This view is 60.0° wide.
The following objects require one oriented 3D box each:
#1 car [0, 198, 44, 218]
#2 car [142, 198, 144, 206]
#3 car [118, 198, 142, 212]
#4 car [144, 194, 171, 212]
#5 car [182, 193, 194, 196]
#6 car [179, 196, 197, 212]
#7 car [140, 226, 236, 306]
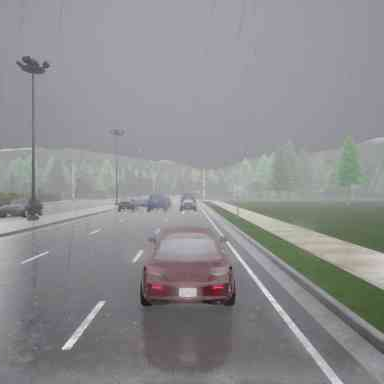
[{"bbox_3d":[-15.341,1.352,30.153,2.097,1.767,4.553,0,0,-1],"label":"car"},{"bbox_3d":[-7.561,1.564,49.478,1.994,1.385,4.181,0,0,-1],"label":"car"},{"bbox_3d":[-7.440,1.505,39.129,1.837,1.490,4.892,0,0,-1],"label":"car"},{"bbox_3d":[-3.937,1.221,38.902,2.150,2.045,5.566,0,0,-1],"label":"car"},{"bbox_3d":[-0.561,1.221,49.341,2.150,2.045,5.566,0,0,-1],"label":"car"},{"bbox_3d":[-0.441,1.526,39.275,1.812,1.442,4.674,0,0,-1],"label":"car"},{"bbox_3d":[-0.094,1.526,7.899,1.812,1.442,4.674,0,0,-1],"label":"car"}]
